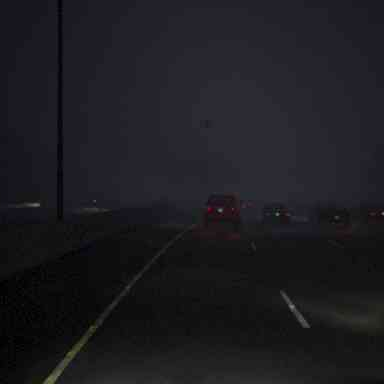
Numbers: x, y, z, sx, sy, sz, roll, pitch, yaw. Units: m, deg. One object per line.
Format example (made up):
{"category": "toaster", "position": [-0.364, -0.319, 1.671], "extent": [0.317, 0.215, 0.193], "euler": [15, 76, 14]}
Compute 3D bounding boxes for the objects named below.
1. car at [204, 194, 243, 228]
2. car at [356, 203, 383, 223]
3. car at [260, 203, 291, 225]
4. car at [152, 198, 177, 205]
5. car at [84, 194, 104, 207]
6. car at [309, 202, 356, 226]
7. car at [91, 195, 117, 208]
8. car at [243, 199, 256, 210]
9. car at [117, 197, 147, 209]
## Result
{"category": "car", "position": [2.095, 1.156, 22.014], "extent": [2.150, 2.045, 5.566], "euler": [0, 0, 9]}
{"category": "car", "position": [13.205, 1.492, 24.528], "extent": [2.033, 1.411, 5.357], "euler": [0, 0, 11]}
{"category": "car", "position": [5.961, 1.483, 23.882], "extent": [2.033, 1.411, 5.357], "euler": [0, 0, 11]}
{"category": "car", "position": [-3.598, 1.458, 44.112], "extent": [1.895, 1.301, 4.718], "euler": [0, 0, 18]}
{"category": "car", "position": [-13.462, 1.182, 47.573], "extent": [2.097, 1.767, 4.553], "euler": [0, 0, 18]}
{"category": "car", "position": [9.388, 1.421, 22.989], "extent": [1.882, 1.535, 5.008], "euler": [0, 0, 10]}
{"category": "car", "position": [-10.930, 1.447, 44.041], "extent": [1.895, 1.301, 4.718], "euler": [0, 0, 17]}
{"category": "car", "position": [6.828, 1.482, 41.632], "extent": [1.895, 1.301, 4.718], "euler": [0, 0, 17]}
{"category": "car", "position": [-7.443, 1.379, 43.391], "extent": [1.812, 1.442, 4.674], "euler": [0, 0, 17]}
